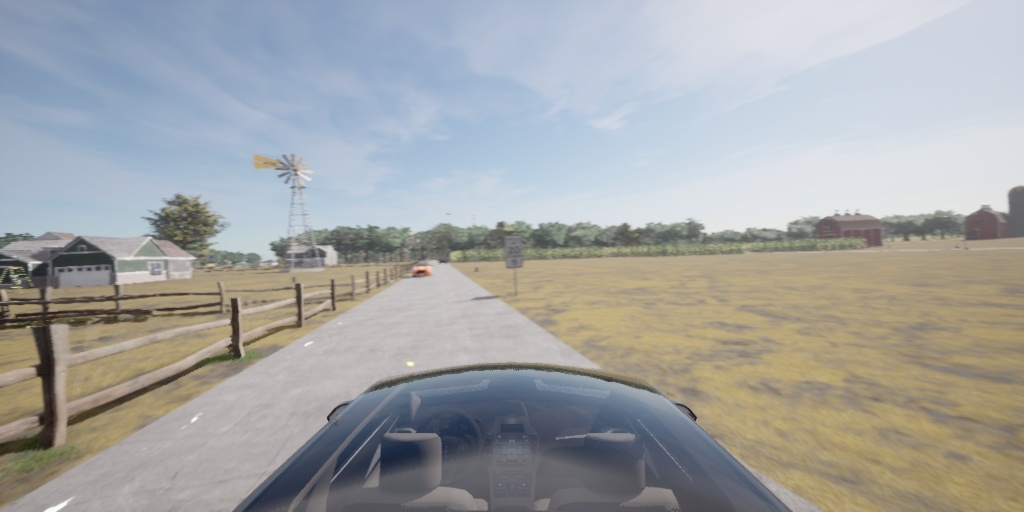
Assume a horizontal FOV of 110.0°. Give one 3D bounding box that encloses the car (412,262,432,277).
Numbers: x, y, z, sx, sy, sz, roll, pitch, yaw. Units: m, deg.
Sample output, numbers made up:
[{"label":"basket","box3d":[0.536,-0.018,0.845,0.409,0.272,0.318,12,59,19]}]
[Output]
[{"label":"car","box3d":[-10.494,1.485,42.068,2.097,1.767,4.553,-3,1,-11]}]
